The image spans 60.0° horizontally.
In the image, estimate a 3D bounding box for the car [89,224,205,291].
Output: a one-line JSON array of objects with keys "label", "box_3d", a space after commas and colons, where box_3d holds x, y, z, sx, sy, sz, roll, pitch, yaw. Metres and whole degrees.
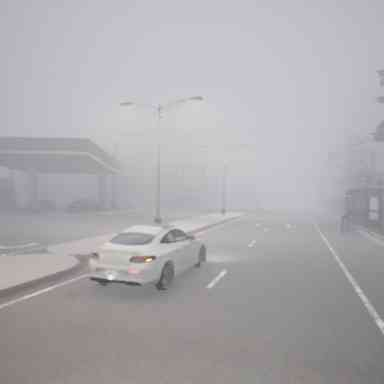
[{"label": "car", "box_3d": [-1.008, 1.625, 9.350, 1.812, 1.442, 4.674, 1, -1, 19]}]

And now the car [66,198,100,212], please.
[{"label": "car", "box_3d": [-13.321, 1.575, 40.825, 2.242, 1.667, 4.611, 1, -1, 18]}]

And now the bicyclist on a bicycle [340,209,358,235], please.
[{"label": "bicyclist on a bicycle", "box_3d": [10.102, 1.884, 21.447, 0.582, 1.620, 1.656, 1, 0, -14]}]

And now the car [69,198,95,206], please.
[{"label": "car", "box_3d": [-22.622, 1.964, 68.409, 4.892, 1.490, 1.837, 1, -1, 17]}]

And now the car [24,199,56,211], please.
[{"label": "car", "box_3d": [-19.030, 1.654, 41.831, 1.970, 1.475, 3.806, 1, -1, 18]}]

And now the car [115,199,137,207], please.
[{"label": "car", "box_3d": [-13.064, 2.113, 65.552, 4.674, 1.442, 1.812, 1, -1, 17]}]
